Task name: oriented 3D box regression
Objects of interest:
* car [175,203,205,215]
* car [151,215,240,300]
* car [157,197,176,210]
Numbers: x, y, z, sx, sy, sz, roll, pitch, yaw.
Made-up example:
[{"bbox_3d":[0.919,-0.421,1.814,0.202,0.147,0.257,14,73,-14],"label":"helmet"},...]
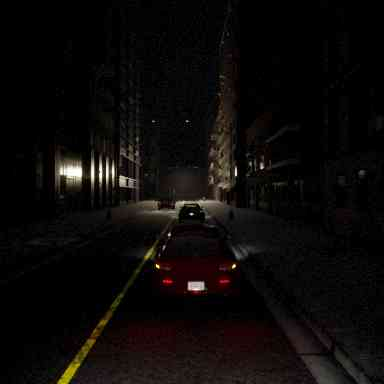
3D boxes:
[{"bbox_3d":[-0.036,1.566,26.051,1.994,1.385,4.181,0,0,0],"label":"car"},{"bbox_3d":[0.059,1.527,8.291,1.812,1.442,4.674,0,0,0],"label":"car"},{"bbox_3d":[-3.221,1.417,42.624,2.097,1.767,4.553,0,0,0],"label":"car"}]
